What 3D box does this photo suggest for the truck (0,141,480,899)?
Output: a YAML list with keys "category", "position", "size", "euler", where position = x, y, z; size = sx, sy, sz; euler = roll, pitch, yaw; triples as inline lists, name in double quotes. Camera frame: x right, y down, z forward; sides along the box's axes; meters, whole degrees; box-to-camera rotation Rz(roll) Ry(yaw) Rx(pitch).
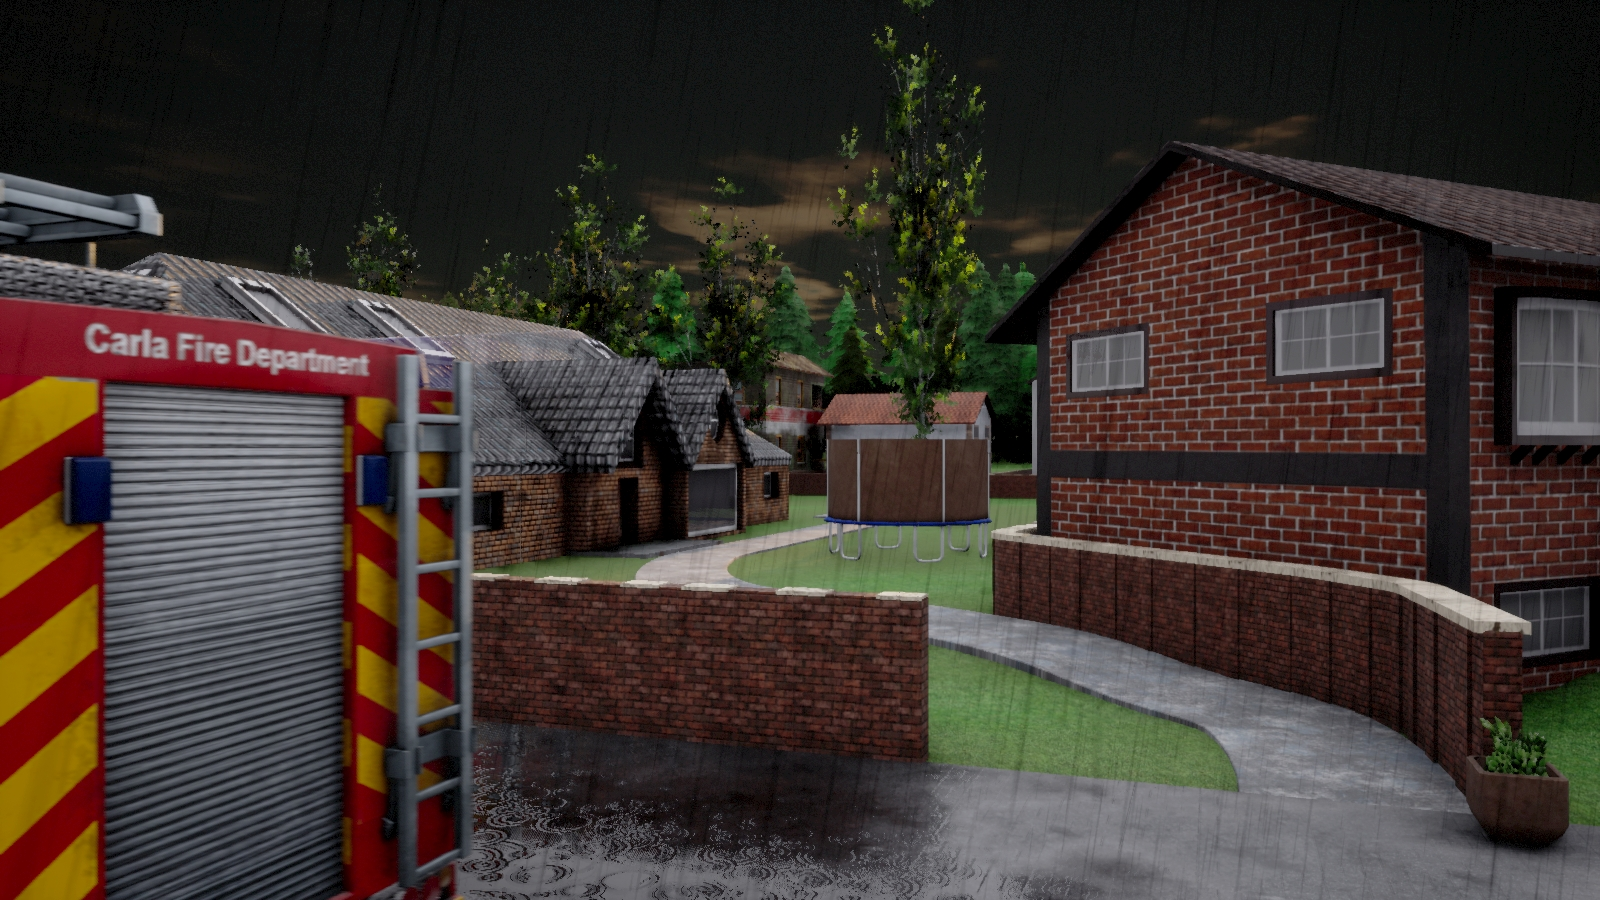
- category: "truck"
  position: [-6.210, 0.890, 6.333]
  size: [8.468, 3.827, 2.891]
  euler: [0, 0, 21]
